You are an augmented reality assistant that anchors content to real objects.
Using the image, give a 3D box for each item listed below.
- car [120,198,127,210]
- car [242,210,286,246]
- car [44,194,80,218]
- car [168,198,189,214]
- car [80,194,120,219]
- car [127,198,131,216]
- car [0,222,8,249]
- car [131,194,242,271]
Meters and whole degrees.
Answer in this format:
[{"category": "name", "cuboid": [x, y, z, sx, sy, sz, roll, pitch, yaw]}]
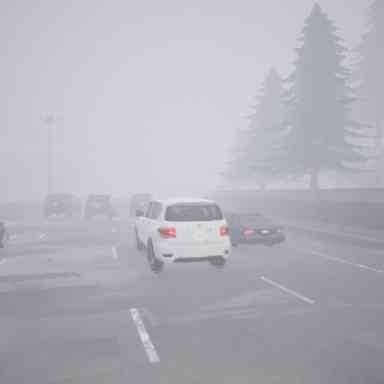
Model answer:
[{"category": "car", "cuboid": [-8.996, 1.475, 42.125, 2.033, 1.411, 5.357, 0, 0, -2]}, {"category": "car", "cuboid": [2.070, 1.515, 14.730, 2.033, 1.411, 5.357, 0, 0, -15]}, {"category": "car", "cuboid": [-11.488, 1.176, 29.766, 2.150, 2.045, 5.566, 0, 0, -7]}, {"category": "car", "cuboid": [-1.462, 1.436, 34.703, 1.837, 1.490, 4.892, 0, 0, -6]}, {"category": "car", "cuboid": [-7.806, 1.175, 28.775, 2.150, 2.045, 5.566, 0, 0, -8]}, {"category": "car", "cuboid": [-4.621, 1.165, 31.213, 2.150, 2.045, 5.566, 0, 0, -7]}, {"category": "car", "cuboid": [-7.880, 1.491, 11.494, 1.837, 1.490, 4.892, 0, 0, -15]}, {"category": "car", "cuboid": [-0.566, 1.200, 11.111, 2.150, 2.045, 5.566, 0, 0, -16]}]
